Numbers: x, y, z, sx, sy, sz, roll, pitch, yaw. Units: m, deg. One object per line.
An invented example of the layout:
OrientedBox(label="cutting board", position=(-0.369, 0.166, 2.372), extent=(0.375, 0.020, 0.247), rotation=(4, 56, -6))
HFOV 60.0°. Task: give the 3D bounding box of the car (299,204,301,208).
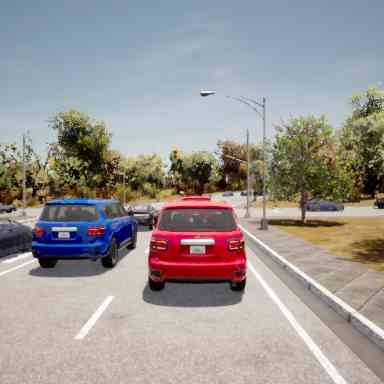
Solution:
OrientedBox(label="car", position=(16.275, 1.562, 42.850), extent=(4.892, 1.490, 1.837), rotation=(-1, 0, 3))

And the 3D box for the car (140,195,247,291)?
OrientedBox(label="car", position=(0.131, 1.230, 9.195), extent=(2.150, 2.045, 5.566), rotation=(0, 0, 0))

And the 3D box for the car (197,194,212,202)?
OrientedBox(label="car", position=(2.621, 1.291, 70.977), extent=(1.812, 1.442, 4.674), rotation=(0, 2, 21))

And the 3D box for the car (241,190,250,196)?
OrientedBox(label="car", position=(14.273, 0.262, 86.320), extent=(2.128, 1.511, 4.902), rotation=(0, 3, 33))

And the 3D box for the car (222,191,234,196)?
OrientedBox(label="car", position=(9.117, 0.521, 84.428), extent=(1.812, 1.442, 4.674), rotation=(0, 3, 28))

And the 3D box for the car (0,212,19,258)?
OrientedBox(label="car", position=(-7.034, 1.577, 11.140), extent=(1.994, 1.385, 4.181), rotation=(0, 0, 1))

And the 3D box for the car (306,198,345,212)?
OrientedBox(label="car", position=(15.745, 1.614, 39.374), extent=(4.181, 1.385, 1.994), rotation=(-1, 0, 4))

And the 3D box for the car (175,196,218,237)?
OrientedBox(label="car", position=(0.286, 1.260, 19.562), extent=(2.150, 2.045, 5.566), rotation=(0, 0, 1))

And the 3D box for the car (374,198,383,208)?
OrientedBox(label="car", position=(26.241, 1.060, 42.249), extent=(5.566, 2.045, 2.150), rotation=(-2, 0, 3))

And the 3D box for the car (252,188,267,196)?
OrientedBox(label="car", position=(17.588, -0.079, 85.035), extent=(2.150, 2.045, 5.566), rotation=(0, 3, 33))

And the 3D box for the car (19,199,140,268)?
OrientedBox(label="car", position=(-3.350, 1.235, 11.475), extent=(2.150, 2.045, 5.566), rotation=(0, 0, 1))

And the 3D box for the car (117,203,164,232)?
OrientedBox(label="car", position=(-3.163, 1.536, 21.327), extent=(2.128, 1.511, 4.902), rotation=(0, 0, 1))

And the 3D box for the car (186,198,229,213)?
OrientedBox(label="car", position=(1.764, 1.580, 39.437), extent=(5.008, 1.535, 1.882), rotation=(0, 1, 43))

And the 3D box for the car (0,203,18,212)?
OrientedBox(label="car", position=(-22.982, 1.815, 38.022), extent=(5.357, 1.411, 2.033), rotation=(-2, 0, 3))

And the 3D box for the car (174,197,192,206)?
OrientedBox(label="car", position=(-1.502, 1.662, 59.003), extent=(1.994, 1.385, 4.181), rotation=(0, 1, 16))
